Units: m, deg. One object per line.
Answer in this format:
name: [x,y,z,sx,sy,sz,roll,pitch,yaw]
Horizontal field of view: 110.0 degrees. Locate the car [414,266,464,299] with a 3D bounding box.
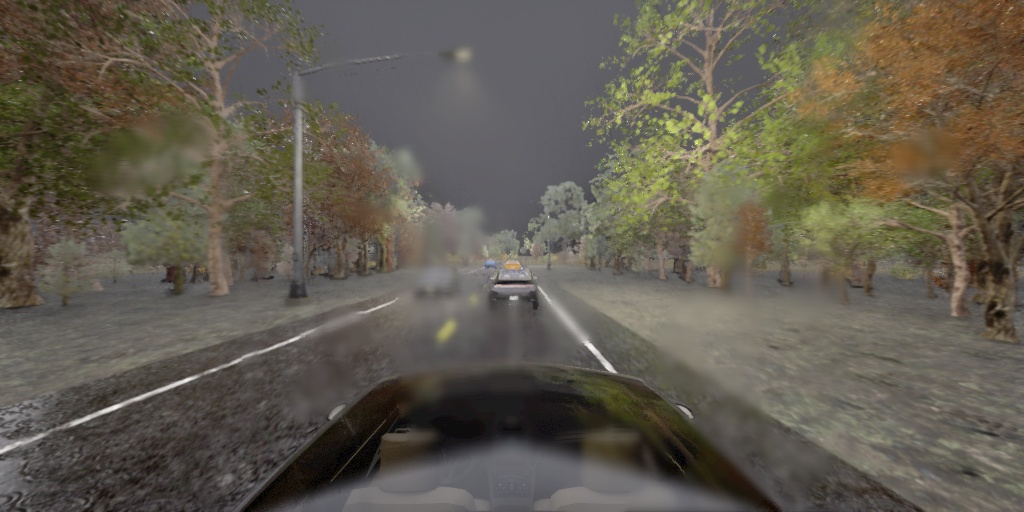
car: [-3.601,1.290,18.343,1.837,1.490,4.892,0,0,0]

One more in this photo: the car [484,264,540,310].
car: [0.098,1.271,14.921,2.128,1.511,4.902,0,0,0]

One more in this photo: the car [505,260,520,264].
car: [0.092,1.321,47.649,1.882,1.535,5.008,0,0,0]

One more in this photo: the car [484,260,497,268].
car: [-3.541,1.343,59.927,1.882,1.535,5.008,0,0,1]
